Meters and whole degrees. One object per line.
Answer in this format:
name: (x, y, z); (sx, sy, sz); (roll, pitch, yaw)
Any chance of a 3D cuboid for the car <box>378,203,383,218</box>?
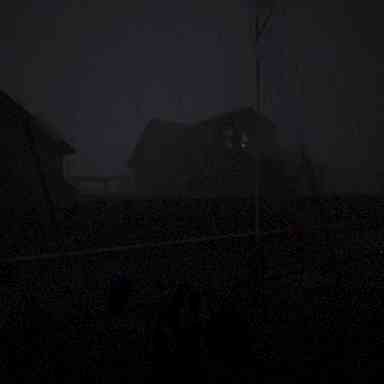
car: (12.701, 1.269, 24.435); (2.033, 1.415, 5.357); (0, 0, -33)
